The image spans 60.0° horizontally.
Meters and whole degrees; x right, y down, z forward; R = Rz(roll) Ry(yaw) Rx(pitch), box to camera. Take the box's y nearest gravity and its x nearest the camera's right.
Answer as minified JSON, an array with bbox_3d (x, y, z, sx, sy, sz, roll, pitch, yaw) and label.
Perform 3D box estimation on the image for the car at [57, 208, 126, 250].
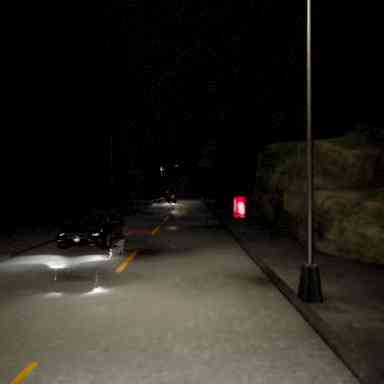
[{"bbox_3d":[-4.105,1.469,14.264,1.837,1.490,4.892,0,0,0],"label":"car"}]

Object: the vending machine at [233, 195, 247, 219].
[{"bbox_3d":[4.291,1.339,29.856,1.100,2.100,0.880,0,0,0],"label":"vending machine"}]

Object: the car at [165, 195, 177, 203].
[{"bbox_3d":[-3.994,1.322,63.482,2.128,1.511,4.902,1,0,0],"label":"car"}]
